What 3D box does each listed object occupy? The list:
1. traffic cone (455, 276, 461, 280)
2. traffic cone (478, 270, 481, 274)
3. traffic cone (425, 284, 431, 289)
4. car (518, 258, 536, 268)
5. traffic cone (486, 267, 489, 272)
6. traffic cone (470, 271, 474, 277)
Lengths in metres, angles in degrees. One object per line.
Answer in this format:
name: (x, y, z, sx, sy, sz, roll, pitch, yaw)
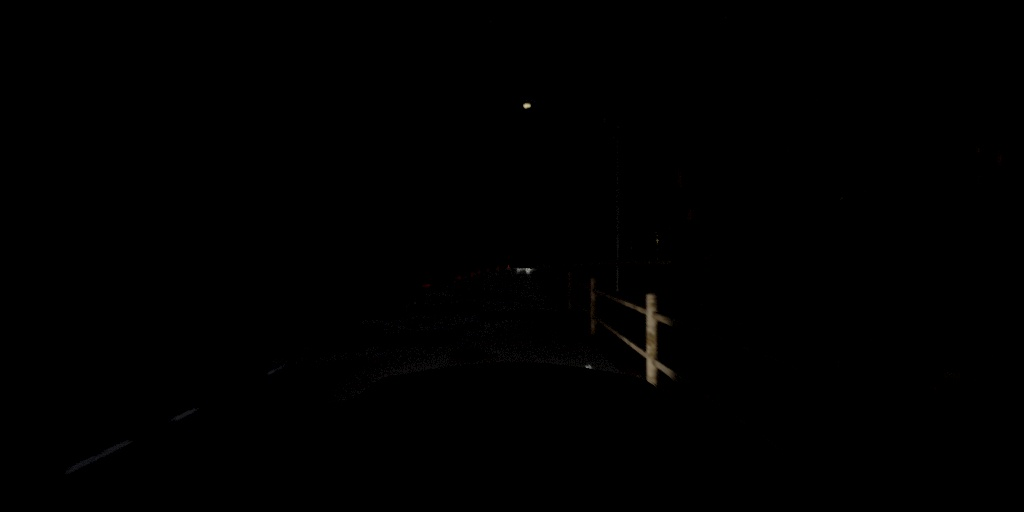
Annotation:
traffic cone: (-4.267, 1.520, 29.655, 0.340, 0.580, 0.340, 0, 0, 16)
traffic cone: (-3.661, 1.668, 39.745, 0.340, 0.580, 0.340, 0, 0, 4)
traffic cone: (-4.988, 1.537, 21.919, 0.340, 0.580, 0.340, 0, 0, -11)
car: (2.479, 1.149, 57.275, 1.837, 1.490, 4.892, -1, 0, 22)
traffic cone: (-3.057, 1.652, 44.913, 0.340, 0.580, 0.340, 0, 0, 9)
traffic cone: (-3.839, 1.681, 34.563, 0.340, 0.580, 0.340, 0, 0, 0)
